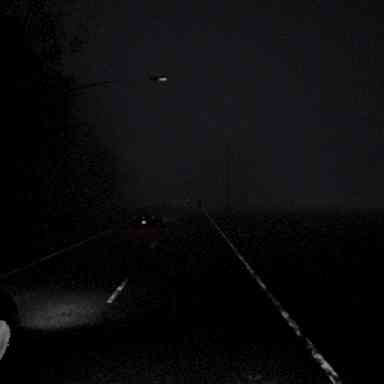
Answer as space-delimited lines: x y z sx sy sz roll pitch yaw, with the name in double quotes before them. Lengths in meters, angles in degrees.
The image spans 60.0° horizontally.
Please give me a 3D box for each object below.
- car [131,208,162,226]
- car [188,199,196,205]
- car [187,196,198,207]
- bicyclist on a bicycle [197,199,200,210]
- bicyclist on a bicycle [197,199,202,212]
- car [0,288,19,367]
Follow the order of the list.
"car" -3.368 1.854 25.531 1.895 1.301 4.718 0 -1 0
"car" 0.104 2.301 78.522 1.812 1.442 4.674 0 -1 0
"car" 0.094 1.887 68.006 2.150 2.045 5.566 0 -2 0
"bicyclist on a bicycle" 1.033 1.975 52.679 0.582 1.620 1.656 0 -1 0
"bicyclist on a bicycle" 1.023 1.805 43.894 0.659 1.776 1.843 0 0 0
"car" -3.396 1.534 2.826 1.837 1.490 4.892 0 -1 0
